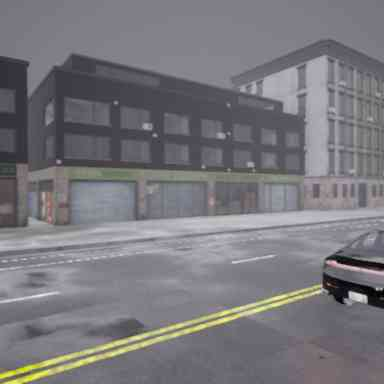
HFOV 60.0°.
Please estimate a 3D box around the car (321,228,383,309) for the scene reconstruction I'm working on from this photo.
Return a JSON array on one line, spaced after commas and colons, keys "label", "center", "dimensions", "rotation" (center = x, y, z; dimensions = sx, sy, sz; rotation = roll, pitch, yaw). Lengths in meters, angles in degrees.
[{"label": "car", "center": [4.639, 1.469, 6.751], "dimensions": [4.902, 1.511, 2.128], "rotation": [0, 0, -35]}]
